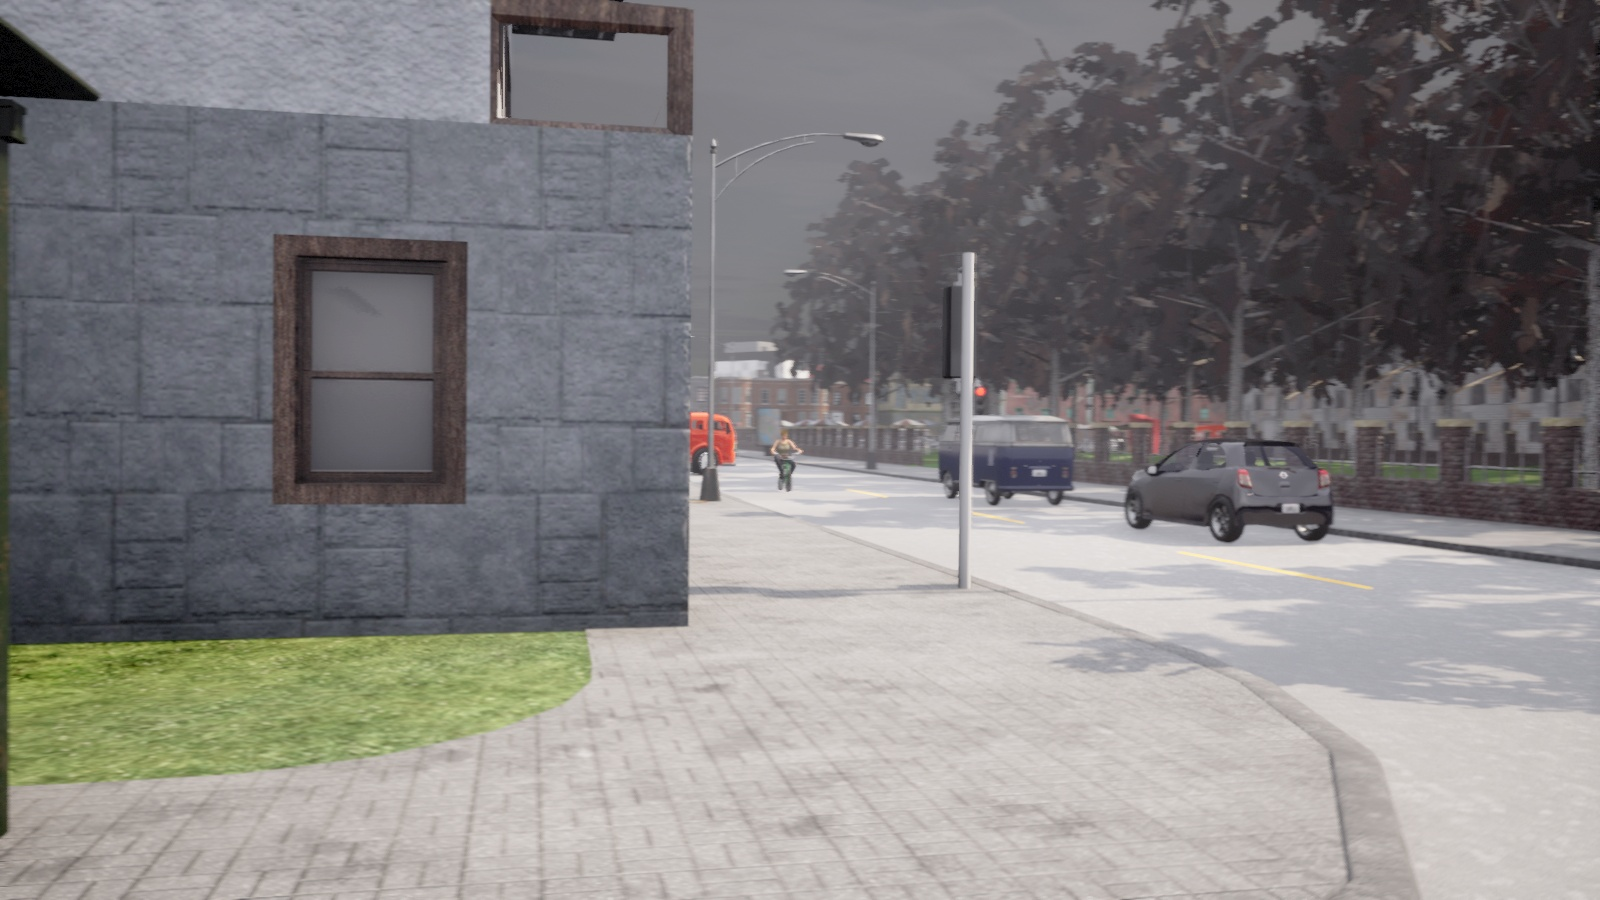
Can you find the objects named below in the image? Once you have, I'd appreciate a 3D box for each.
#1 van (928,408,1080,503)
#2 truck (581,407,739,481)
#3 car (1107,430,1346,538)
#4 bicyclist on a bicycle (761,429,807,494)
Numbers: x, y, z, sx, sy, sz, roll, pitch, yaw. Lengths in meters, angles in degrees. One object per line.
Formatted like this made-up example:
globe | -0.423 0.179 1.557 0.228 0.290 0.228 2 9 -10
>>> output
van | 4.531 0.088 28.655 1.775 1.987 4.442 -1 1 -14
truck | -4.972 -0.268 44.176 5.204 2.467 2.627 -1 2 -14
car | 6.514 0.457 19.621 1.845 1.501 3.633 -1 1 -14
bicyclist on a bicycle | -0.431 0.277 32.230 0.866 1.612 1.509 -1 1 -13
